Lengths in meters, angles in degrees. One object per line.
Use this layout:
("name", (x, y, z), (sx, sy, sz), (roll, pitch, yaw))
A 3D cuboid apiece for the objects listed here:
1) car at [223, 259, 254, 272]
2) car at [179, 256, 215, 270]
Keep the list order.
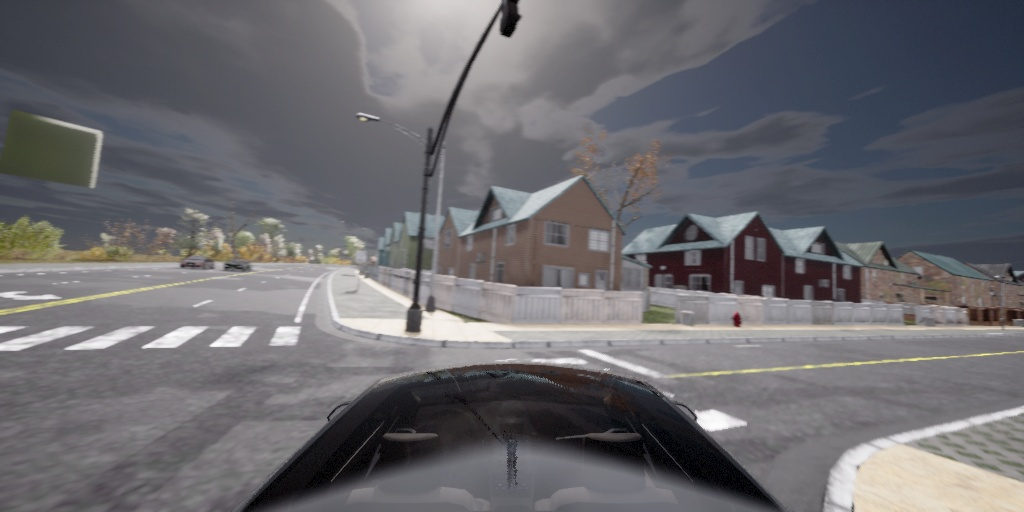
("car", (-29.964, 1.030, 39.341), (1.895, 1.301, 4.718), (6, -3, -25))
("car", (-32.540, 0.680, 37.227), (1.994, 1.385, 4.181), (6, -3, -25))
